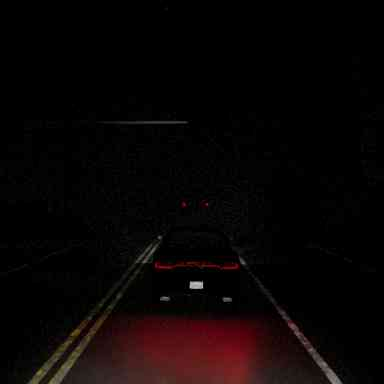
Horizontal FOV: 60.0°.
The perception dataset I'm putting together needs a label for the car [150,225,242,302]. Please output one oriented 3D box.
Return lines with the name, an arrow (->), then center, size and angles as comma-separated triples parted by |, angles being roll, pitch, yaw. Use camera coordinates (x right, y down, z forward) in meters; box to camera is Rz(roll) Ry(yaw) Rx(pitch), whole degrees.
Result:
car -> 0.086, 1.594, 8.582 | 1.882, 1.535, 5.008 | 1, -1, 0
